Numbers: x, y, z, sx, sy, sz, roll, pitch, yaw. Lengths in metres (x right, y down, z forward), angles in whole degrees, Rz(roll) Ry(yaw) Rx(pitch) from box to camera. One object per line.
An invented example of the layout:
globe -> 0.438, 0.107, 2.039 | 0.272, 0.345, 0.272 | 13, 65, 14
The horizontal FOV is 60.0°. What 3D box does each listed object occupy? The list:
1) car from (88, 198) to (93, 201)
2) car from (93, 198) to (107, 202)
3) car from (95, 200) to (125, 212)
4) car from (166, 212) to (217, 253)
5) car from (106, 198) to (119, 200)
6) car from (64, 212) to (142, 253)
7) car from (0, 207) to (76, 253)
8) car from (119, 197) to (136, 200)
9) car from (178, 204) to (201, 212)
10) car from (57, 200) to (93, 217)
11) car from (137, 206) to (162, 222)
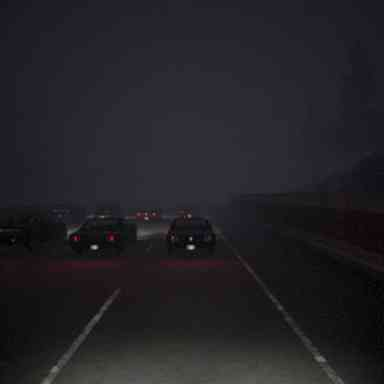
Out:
car -> -24.581, 2.298, 82.068 | 2.033, 1.411, 5.357 | 0, -1, 16
car -> -21.276, 2.217, 80.893 | 1.882, 1.535, 5.008 | 0, -1, 16
car -> -7.224, 1.781, 29.421 | 1.837, 1.490, 4.892 | 0, 0, 0
car -> -0.052, 1.734, 14.298 | 1.895, 1.301, 4.718 | 0, 0, -1
car -> -17.977, 2.283, 79.720 | 1.994, 1.385, 4.181 | 0, -1, 16
car -> -3.552, 1.734, 14.257 | 1.895, 1.301, 4.718 | 0, 0, -1
car -> -7.053, 1.627, 14.411 | 2.128, 1.511, 4.902 | 0, 0, 0
car -> -14.669, 2.078, 78.578 | 2.097, 1.767, 4.553 | 0, -1, 16
car -> -0.224, 1.800, 29.562 | 1.812, 1.442, 4.674 | 0, 0, 0
car -> -10.723, 1.765, 29.370 | 2.128, 1.511, 4.902 | 0, 0, 0
car -> -3.725, 1.872, 29.257 | 1.895, 1.301, 4.718 | 0, 0, -1
